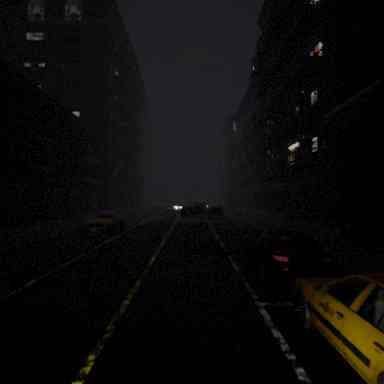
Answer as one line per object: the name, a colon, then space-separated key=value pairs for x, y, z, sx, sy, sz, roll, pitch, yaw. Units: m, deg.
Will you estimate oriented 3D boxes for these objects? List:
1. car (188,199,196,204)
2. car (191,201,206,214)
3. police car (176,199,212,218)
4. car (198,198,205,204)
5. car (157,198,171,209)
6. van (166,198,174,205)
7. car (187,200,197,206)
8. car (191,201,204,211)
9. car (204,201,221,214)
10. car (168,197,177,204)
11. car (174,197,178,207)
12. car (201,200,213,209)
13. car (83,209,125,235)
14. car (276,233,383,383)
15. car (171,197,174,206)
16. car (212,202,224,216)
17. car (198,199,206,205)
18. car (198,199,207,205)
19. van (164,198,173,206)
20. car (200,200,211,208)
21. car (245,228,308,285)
car: x=0.002 y=2.413 z=84.499 sx=1.994 sy=1.385 sz=4.181 roll=0 pitch=-1 yaw=0
car: x=0.826 y=1.944 z=43.781 sx=1.882 sy=1.535 sz=5.008 roll=0 pitch=-1 yaw=0
police car: x=0.277 y=1.784 z=34.165 sx=1.930 sy=1.638 sz=5.238 roll=0 pitch=-1 yaw=15
car: x=2.596 y=2.540 z=92.418 sx=1.967 sy=1.590 sz=4.097 roll=1 pitch=-1 yaw=0
car: x=-5.294 y=2.180 z=59.127 sx=1.752 sy=1.417 sz=4.829 roll=2 pitch=-1 yaw=0
van: x=-5.290 y=2.287 z=81.420 sx=1.690 sy=1.788 sz=3.998 roll=1 pitch=-1 yaw=0
car: x=0.002 y=2.268 z=69.524 sx=1.895 sy=1.301 sz=4.718 roll=0 pitch=-1 yaw=0
car: x=0.827 y=2.064 z=49.783 sx=1.812 sy=1.442 sz=4.674 roll=0 pitch=-1 yaw=0
car: x=2.586 y=1.980 z=42.815 sx=1.752 sy=1.417 sz=4.829 roll=1 pitch=-1 yaw=0
car: x=-5.289 y=2.416 z=92.480 sx=2.192 sy=1.841 sz=5.009 roll=1 pitch=-1 yaw=0
car: x=-2.748 y=2.328 z=71.068 sx=2.128 sy=1.511 sz=4.902 roll=0 pitch=-1 yaw=0
car: x=2.586 y=2.200 z=59.234 sx=1.887 sy=1.381 sz=4.507 roll=1 pitch=-1 yaw=0
car: x=-5.293 y=1.730 z=20.422 sx=1.752 sy=1.417 sz=4.829 roll=2 pitch=-1 yaw=0
car: x=2.587 y=1.566 z=4.106 sx=1.752 sy=1.417 sz=4.829 roll=2 pitch=-1 yaw=0
car: x=-5.288 y=2.041 z=64.831 sx=2.192 sy=1.841 sz=5.009 roll=2 pitch=-1 yaw=0
car: x=2.586 y=1.933 z=37.113 sx=1.887 sy=1.381 sz=4.507 roll=1 pitch=-1 yaw=0
car: x=2.586 y=2.566 z=86.885 sx=1.887 sy=1.381 sz=4.507 roll=1 pitch=-1 yaw=0
car: x=2.586 y=2.489 z=81.355 sx=1.887 sy=1.381 sz=4.507 roll=1 pitch=-1 yaw=0
van: x=-5.289 y=2.211 z=75.888 sx=1.690 sy=1.788 sz=3.998 roll=2 pitch=-1 yaw=0
car: x=2.585 y=2.276 z=64.765 sx=2.008 sy=1.369 sz=4.403 roll=1 pitch=-1 yaw=0
car: x=2.585 y=1.675 z=9.464 sx=1.802 sy=1.307 sz=4.206 roll=1 pitch=-1 yaw=0
